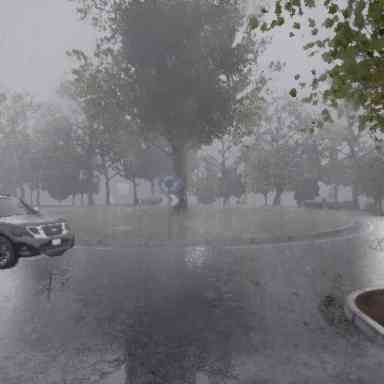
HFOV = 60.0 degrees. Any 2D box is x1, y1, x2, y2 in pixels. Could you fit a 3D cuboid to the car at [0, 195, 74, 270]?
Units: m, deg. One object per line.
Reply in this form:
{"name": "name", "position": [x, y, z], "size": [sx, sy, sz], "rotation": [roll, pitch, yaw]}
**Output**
{"name": "car", "position": [-6.512, 1.108, 10.709], "size": [5.566, 2.045, 2.150], "rotation": [0, 1, 22]}

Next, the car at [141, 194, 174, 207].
{"name": "car", "position": [-3.889, 1.047, 41.621], "size": [4.902, 1.511, 2.128], "rotation": [0, 0, -5]}

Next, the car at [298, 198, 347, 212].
{"name": "car", "position": [12.948, 1.243, 33.388], "size": [1.895, 1.301, 4.718], "rotation": [0, 1, -26]}
